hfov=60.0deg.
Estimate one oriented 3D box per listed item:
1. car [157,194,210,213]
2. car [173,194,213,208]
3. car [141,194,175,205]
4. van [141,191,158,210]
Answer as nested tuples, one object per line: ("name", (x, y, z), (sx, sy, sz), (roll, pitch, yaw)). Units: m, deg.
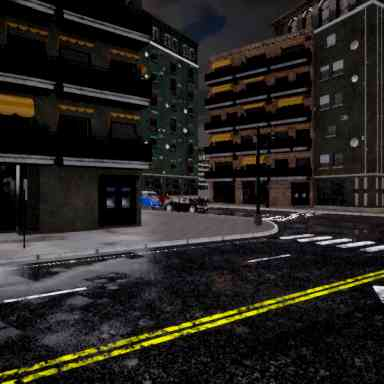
("car", (-0.561, 1.138, 29.305), (4.403, 1.369, 2.008), (1, 0, 37))
("car", (0.068, 1.042, 39.304), (4.403, 1.369, 2.008), (1, 0, 37))
("car", (-4.355, 0.962, 42.617), (4.206, 1.307, 1.802), (1, 0, 37))
("van", (-4.977, 0.818, 32.619), (3.998, 1.788, 1.690), (1, 0, 37))
